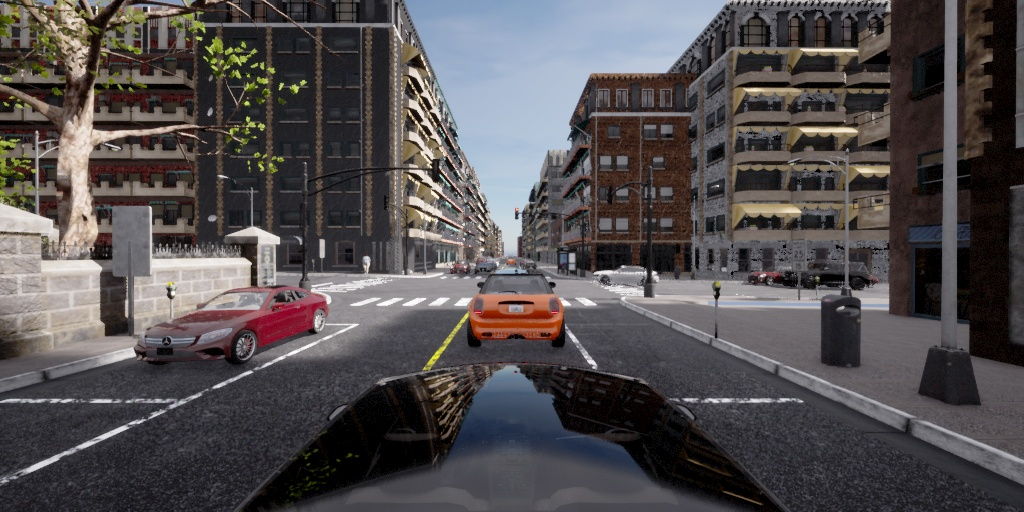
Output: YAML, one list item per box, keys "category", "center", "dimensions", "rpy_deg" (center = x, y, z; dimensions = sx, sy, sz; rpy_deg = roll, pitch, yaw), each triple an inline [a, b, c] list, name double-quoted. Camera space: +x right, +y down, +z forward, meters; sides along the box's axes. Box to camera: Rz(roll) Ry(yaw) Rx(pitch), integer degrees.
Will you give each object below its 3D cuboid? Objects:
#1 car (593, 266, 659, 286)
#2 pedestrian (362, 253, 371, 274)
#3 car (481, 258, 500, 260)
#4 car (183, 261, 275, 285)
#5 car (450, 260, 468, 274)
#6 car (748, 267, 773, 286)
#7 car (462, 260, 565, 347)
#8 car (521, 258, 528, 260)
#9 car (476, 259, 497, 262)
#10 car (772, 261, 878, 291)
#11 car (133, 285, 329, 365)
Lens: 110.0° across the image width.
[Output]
- category: "car"
  center: [8.347, 1.422, 26.453]
  dimensions: [4.674, 1.442, 1.812]
  rpy_deg: [2, 0, 6]
- category: "pedestrian"
  center: [-12.752, 0.651, 31.374]
  dimensions: [0.375, 1.860, 0.375]
  rpy_deg: [0, -1, -1]
- category: "car"
  center: [-3.153, 1.312, 49.962]
  dimensions: [1.994, 1.385, 4.181]
  rpy_deg: [0, 0, 0]
- category: "car"
  center: [-17.676, 1.035, 22.575]
  dimensions: [4.181, 1.385, 1.994]
  rpy_deg: [1, 0, -1]
- category: "car"
  center: [-5.741, 1.187, 40.391]
  dimensions: [1.967, 1.591, 4.097]
  rpy_deg: [0, 0, 0]
- category: "car"
  center: [21.344, 1.571, 28.864]
  dimensions: [4.097, 1.591, 1.967]
  rpy_deg: [0, 0, -1]
- category: "car"
  center: [0.117, 1.101, 9.490]
  dimensions: [2.097, 1.767, 4.553]
  rpy_deg: [0, 0, 1]
- category: "car"
  center: [2.624, 1.298, 51.674]
  dimensions: [2.007, 1.370, 4.403]
  rpy_deg: [0, 0, 0]
- category: "car"
  center: [-3.145, 1.312, 40.988]
  dimensions: [1.994, 1.385, 4.181]
  rpy_deg: [0, 0, 0]
- category: "car"
  center: [22.874, 1.396, 26.320]
  dimensions: [5.566, 2.045, 2.150]
  rpy_deg: [1, 0, -1]
- category: "car"
  center: [-5.697, 1.331, 7.980]
  dimensions: [1.802, 1.307, 4.207]
  rpy_deg: [0, 0, 0]
